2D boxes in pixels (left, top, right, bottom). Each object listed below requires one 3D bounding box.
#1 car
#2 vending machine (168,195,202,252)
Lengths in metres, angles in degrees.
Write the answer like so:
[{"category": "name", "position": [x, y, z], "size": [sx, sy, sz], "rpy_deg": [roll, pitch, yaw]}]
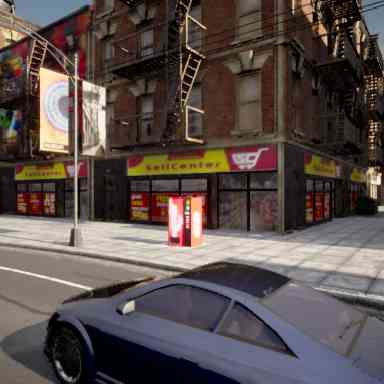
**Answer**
[{"category": "car", "position": [0.156, 1.564, 3.877], "size": [4.181, 1.385, 1.994], "rpy_deg": [0, 0, 35]}, {"category": "vending machine", "position": [-0.268, 1.195, 13.123], "size": [0.880, 2.100, 1.100], "rpy_deg": [0, 0, 34]}]
